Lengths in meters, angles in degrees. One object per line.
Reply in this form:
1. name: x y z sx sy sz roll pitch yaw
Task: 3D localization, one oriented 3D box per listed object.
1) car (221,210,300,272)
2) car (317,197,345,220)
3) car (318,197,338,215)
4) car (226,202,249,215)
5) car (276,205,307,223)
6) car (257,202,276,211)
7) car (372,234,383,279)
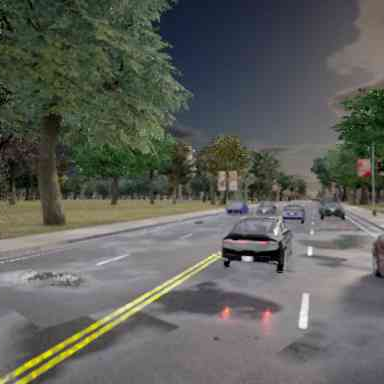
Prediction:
1. car: 2.361 1.613 11.348 2.128 1.511 4.902 0 0 20
2. car: 13.366 1.677 31.809 2.097 1.767 4.553 0 -1 21
3. car: 16.855 1.663 41.414 2.150 2.045 5.566 0 -1 20
4. car: 5.350 1.908 38.718 1.882 1.535 5.008 0 -1 20
5. car: 8.863 1.848 28.905 2.033 1.411 5.357 0 -1 20
6. car: 8.599 1.907 38.133 2.128 1.511 4.902 0 -1 20
7. car: 5.487 1.419 7.452 2.097 1.767 4.553 0 -1 20
